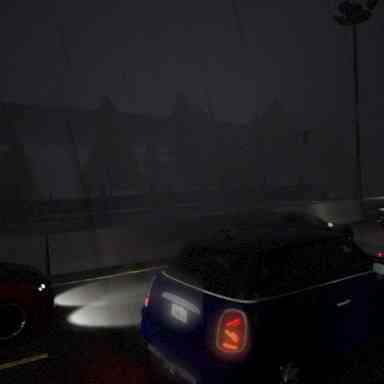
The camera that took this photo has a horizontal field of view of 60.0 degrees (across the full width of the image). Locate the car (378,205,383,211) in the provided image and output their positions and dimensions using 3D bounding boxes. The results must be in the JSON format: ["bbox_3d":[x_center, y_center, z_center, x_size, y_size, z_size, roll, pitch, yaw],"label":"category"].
[{"bbox_3d":[10.680,0.875,15.818,4.902,1.511,2.128,-4,2,-36],"label":"car"}]

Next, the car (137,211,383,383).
[{"bbox_3d":[1.582,1.315,4.908,4.553,1.767,2.097,-1,1,-36],"label":"car"}]

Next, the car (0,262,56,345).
[{"bbox_3d":[-4.313,1.564,4.976,4.181,1.385,1.994,0,0,-35],"label":"car"}]

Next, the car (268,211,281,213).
[{"bbox_3d":[3.059,1.326,10.296,5.008,1.535,1.882,-2,1,-36],"label":"car"}]

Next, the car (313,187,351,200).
[{"bbox_3d":[15.496,0.118,36.853,4.718,1.301,1.895,-4,2,-36],"label":"car"}]
